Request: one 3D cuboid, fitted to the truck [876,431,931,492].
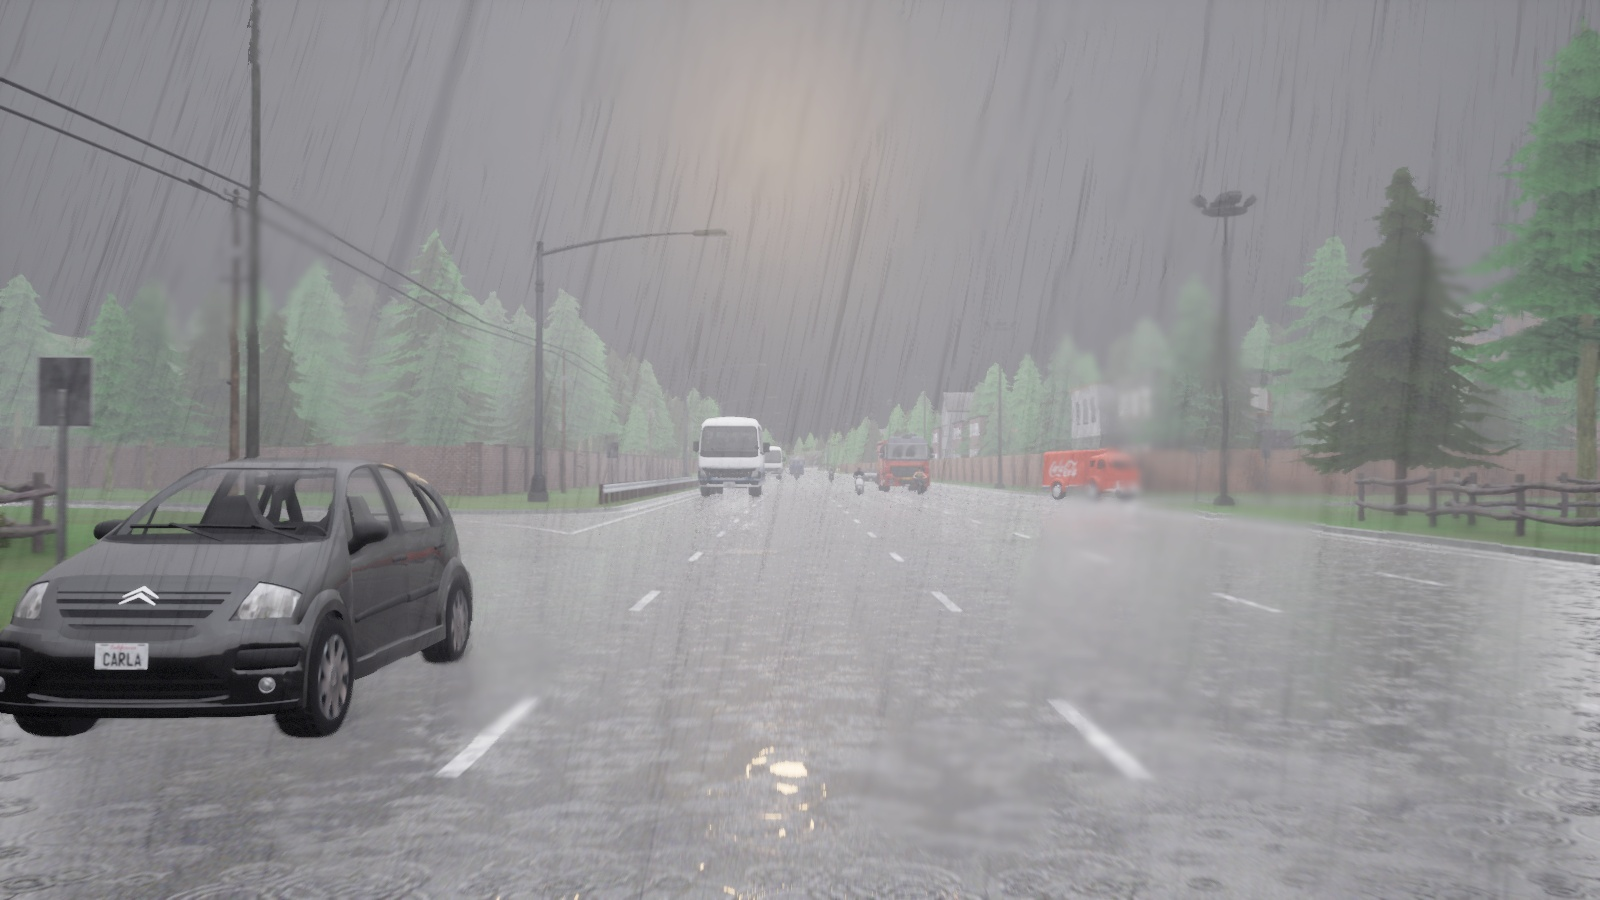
[{"bbox_3d":[6.798,0.785,83.485,2.891,3.827,8.468,0,-1,0],"label":"truck"}]

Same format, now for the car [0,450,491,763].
[{"bbox_3d":[-3.517,0.841,8.530,1.851,1.617,3.988,0,-1,0],"label":"car"}]

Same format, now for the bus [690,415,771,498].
[{"bbox_3d":[-3.670,0.420,69.535,3.944,4.253,10.273,0,-1,0],"label":"bus"}]

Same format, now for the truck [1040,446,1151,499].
[{"bbox_3d":[14.371,1.137,61.473,2.627,2.467,5.204,0,-2,-24],"label":"truck"}]
